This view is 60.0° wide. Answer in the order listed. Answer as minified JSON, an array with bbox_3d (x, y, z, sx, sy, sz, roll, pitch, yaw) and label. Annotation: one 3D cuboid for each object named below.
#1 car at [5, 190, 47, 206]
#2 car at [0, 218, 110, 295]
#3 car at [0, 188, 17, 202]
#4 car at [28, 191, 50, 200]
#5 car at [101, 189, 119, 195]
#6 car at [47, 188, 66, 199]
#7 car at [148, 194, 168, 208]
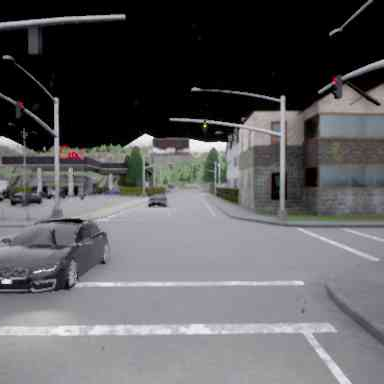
[{"bbox_3d":[-18.932,0.798,38.124,2.007,1.523,4.514,0,1,0],"label":"car"},{"bbox_3d":[-3.501,1.494,8.718,1.837,1.490,4.892,0,-1,0],"label":"car"},{"bbox_3d":[-25.903,0.417,48.109,1.932,1.855,4.605,0,1,0],"label":"car"},{"bbox_3d":[-25.966,0.528,56.591,1.970,1.475,3.806,0,1,0],"label":"car"},{"bbox_3d":[-22.193,0.044,89.989,4.611,1.667,2.242,0,1,0],"label":"car"},{"bbox_3d":[-22.640,0.255,55.985,1.905,1.878,3.866,0,1,0],"label":"car"},{"bbox_3d":[-3.511,0.918,35.350,2.033,1.411,5.357,0,1,0],"label":"car"}]
